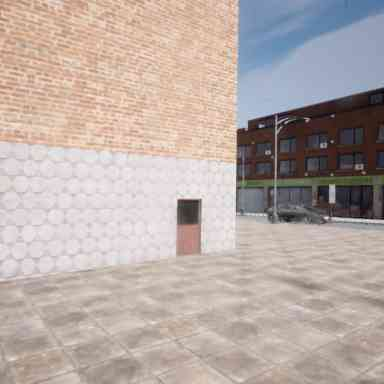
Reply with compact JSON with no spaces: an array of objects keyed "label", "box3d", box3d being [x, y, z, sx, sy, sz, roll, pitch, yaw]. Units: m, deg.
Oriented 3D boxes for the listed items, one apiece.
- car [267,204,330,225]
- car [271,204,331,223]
[{"label":"car","box3d":[7.794,1.650,24.733,1.837,1.490,4.892,1,-2,-35]},{"label":"car","box3d":[9.050,1.753,28.057,1.812,1.442,4.674,1,-2,-35]}]
